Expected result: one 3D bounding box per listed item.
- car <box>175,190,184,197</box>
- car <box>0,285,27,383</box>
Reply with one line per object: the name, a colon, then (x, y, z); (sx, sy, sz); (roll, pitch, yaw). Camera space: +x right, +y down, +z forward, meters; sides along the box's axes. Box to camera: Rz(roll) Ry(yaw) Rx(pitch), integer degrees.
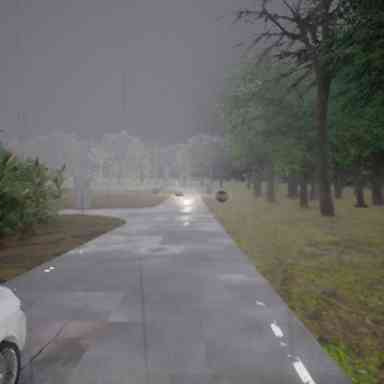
car: (-2.743, 0.340, 71.727); (2.033, 1.411, 5.357); (0, 2, 0)
car: (-2.839, 1.524, 2.153); (1.812, 1.442, 4.674); (0, 0, 0)
